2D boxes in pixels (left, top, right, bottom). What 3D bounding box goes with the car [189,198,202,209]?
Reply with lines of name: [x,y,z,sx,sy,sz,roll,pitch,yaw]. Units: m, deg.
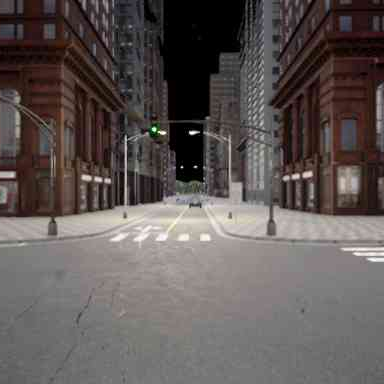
car: [0.581,1.861,55.484,2.097,1.767,4.553,0,-1,1]

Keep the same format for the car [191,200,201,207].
car: [0.752,2.203,65.546,1.895,1.301,4.718,0,-1,1]
